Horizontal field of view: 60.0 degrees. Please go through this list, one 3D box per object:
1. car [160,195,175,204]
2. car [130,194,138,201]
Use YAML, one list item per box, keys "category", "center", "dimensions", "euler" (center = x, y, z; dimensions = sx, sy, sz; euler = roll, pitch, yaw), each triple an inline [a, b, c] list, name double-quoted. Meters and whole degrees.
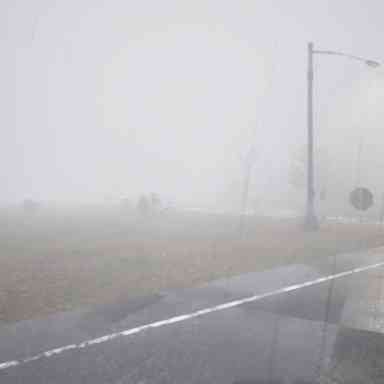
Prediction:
- category: "car"
  center: [-4.703, 1.236, 56.565]
  dimensions: [2.128, 1.511, 4.902]
  euler: [0, 0, -33]
- category: "car"
  center: [-10.416, 1.076, 65.080]
  dimensions: [2.097, 1.767, 4.553]
  euler: [0, 0, -34]
